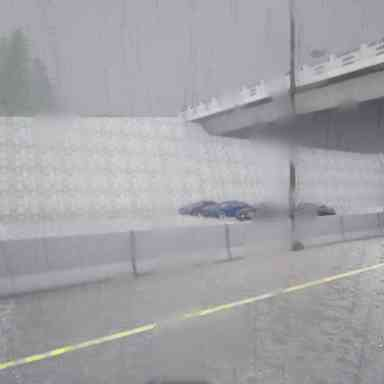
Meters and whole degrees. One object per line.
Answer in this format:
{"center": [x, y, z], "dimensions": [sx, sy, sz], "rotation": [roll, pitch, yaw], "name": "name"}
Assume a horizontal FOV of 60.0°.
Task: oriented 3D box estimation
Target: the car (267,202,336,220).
{"center": [7.669, 1.449, 22.356], "dimensions": [4.902, 1.511, 2.128], "rotation": [0, 0, -35], "name": "car"}

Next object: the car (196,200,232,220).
{"center": [3.093, 1.436, 27.690], "dimensions": [5.008, 1.535, 1.882], "rotation": [0, 0, -35], "name": "car"}

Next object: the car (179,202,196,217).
{"center": [1.027, 1.484, 30.514], "dimensions": [4.674, 1.442, 1.812], "rotation": [0, 0, -35], "name": "car"}

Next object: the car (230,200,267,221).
{"center": [5.256, 1.522, 24.933], "dimensions": [4.181, 1.385, 1.994], "rotation": [0, 0, -35], "name": "car"}
